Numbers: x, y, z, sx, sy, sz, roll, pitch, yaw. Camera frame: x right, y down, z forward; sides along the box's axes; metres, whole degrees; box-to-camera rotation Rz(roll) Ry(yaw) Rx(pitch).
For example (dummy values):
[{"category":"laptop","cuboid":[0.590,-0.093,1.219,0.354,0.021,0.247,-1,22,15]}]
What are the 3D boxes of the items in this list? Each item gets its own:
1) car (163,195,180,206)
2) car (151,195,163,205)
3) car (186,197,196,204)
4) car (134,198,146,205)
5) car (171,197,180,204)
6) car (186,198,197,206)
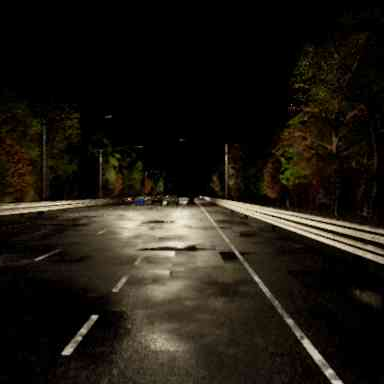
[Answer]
[{"category":"car","cuboid":[-3.646,1.622,63.010,2.150,2.045,5.566,0,0,0]},{"category":"car","cuboid":[-7.158,1.660,69.014,2.150,2.045,5.566,0,0,0]},{"category":"car","cuboid":[-0.170,1.925,73.856,2.033,1.411,5.357,0,0,0]},{"category":"car","cuboid":[-10.659,1.905,68.767,1.882,1.535,5.008,0,0,0]},{"category":"car","cuboid":[-3.669,1.855,73.823,1.882,1.535,5.008,0,0,0]},{"category":"car","cuboid":[-0.147,1.935,63.402,1.812,1.442,4.674,0,0,0]}]
